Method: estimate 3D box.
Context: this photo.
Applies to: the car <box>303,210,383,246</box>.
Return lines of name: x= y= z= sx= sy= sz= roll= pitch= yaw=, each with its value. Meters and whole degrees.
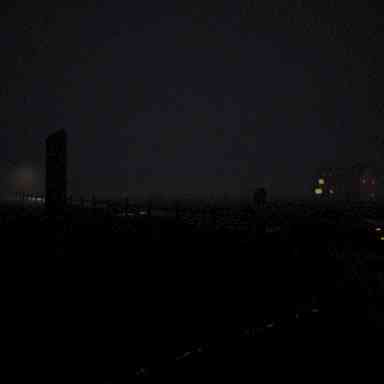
car: x=6.942 y=1.506 z=15.152 sx=1.994 sy=1.385 sz=4.181 roll=1 pitch=0 yaw=-36

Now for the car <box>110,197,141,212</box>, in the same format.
car: x=-6.929 y=1.233 z=33.975 sx=1.812 sy=1.442 sz=4.674 roll=1 pitch=0 yaw=-36
